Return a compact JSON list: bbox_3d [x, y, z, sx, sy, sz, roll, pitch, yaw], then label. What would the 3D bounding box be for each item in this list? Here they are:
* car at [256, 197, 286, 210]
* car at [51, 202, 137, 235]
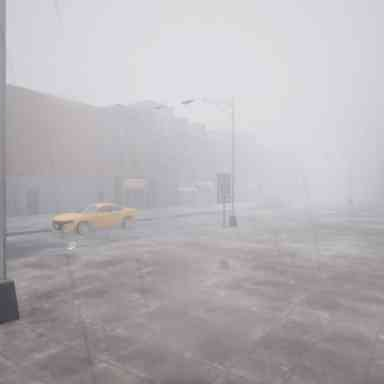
[{"bbox_3d":[9.487,1.315,39.321,2.033,1.411,5.357,0,0,36],"label":"car"},{"bbox_3d":[-5.247,1.377,18.432,1.882,1.535,5.008,0,1,35],"label":"car"}]
